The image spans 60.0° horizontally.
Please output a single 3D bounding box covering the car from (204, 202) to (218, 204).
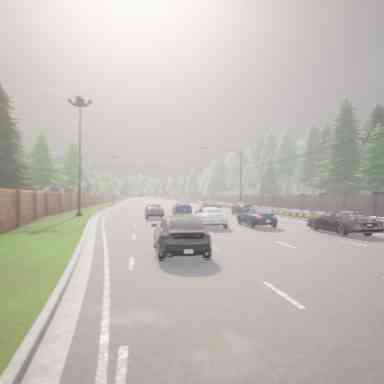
[{"bbox_3d":[2.247,1.938,39.985,1.882,1.535,5.008,0,-1,-9],"label":"car"}]

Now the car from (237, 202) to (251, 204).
[{"bbox_3d":[5.952,1.958,39.004,2.128,1.511,4.902,0,-1,-9],"label":"car"}]

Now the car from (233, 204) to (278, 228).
[{"bbox_3d":[4.756,1.834,24.585,1.812,1.442,4.674,0,-1,-9],"label":"car"}]

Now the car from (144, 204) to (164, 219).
[{"bbox_3d":[-3.750,1.907,33.254,2.033,1.411,5.357,0,-1,-9],"label":"car"}]

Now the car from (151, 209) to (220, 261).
[{"bbox_3d":[-0.481,1.667,13.072,1.837,1.490,4.892,0,0,-9],"label":"car"}]

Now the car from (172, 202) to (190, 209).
[{"bbox_3d":[-1.219,1.916,39.495,1.882,1.535,5.008,0,-1,-9],"label":"car"}]

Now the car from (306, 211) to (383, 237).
[{"bbox_3d":[9.026,1.828,20.130,2.033,1.411,5.357,0,-1,-9],"label":"car"}]

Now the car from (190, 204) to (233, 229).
[{"bbox_3d":[1.294,1.812,24.071,1.812,1.442,4.674,0,-1,-9],"label":"car"}]
